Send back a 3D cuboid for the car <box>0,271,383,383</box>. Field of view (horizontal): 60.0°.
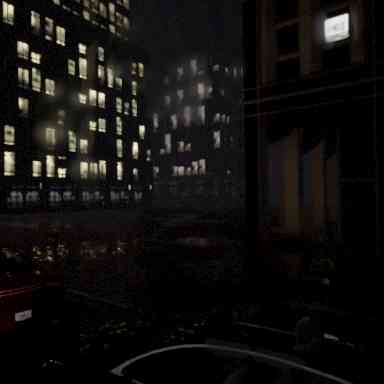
[{"bbox_3d":[0.553,1.548,2.497,4.403,1.369,2.008,0,-1,35],"label":"car"}]

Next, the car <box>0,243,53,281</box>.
[{"bbox_3d":[-4.089,1.531,5.802,4.507,1.381,1.887,0,-1,35],"label":"car"}]
